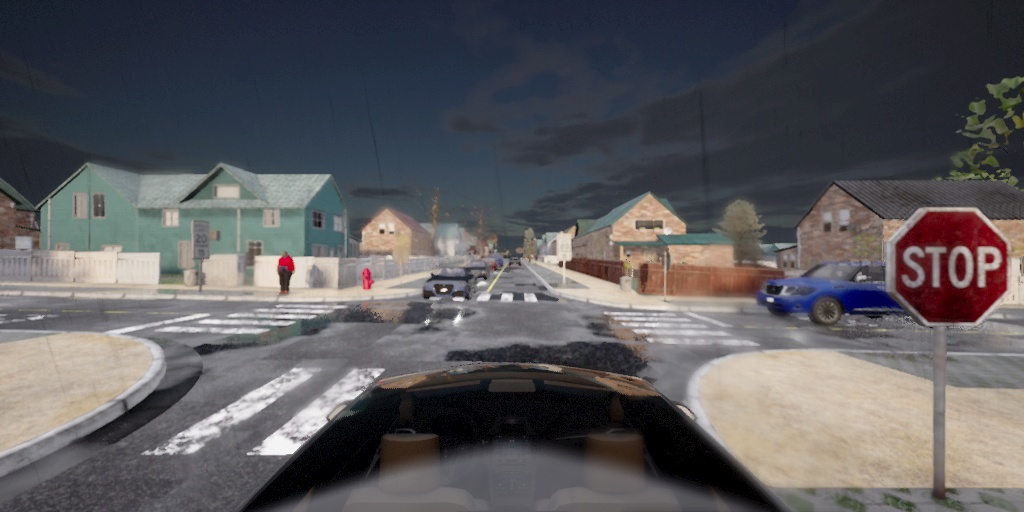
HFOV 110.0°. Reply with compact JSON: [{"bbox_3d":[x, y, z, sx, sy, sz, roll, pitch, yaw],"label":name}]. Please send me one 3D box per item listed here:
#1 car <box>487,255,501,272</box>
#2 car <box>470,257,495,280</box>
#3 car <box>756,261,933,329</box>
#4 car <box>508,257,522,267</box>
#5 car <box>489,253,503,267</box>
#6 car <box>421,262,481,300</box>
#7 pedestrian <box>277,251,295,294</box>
[{"bbox_3d":[-2.586,0.893,40.214,1.882,1.535,5.008,0,0,0],"label":"car"},{"bbox_3d":[-2.669,1.059,27.808,2.033,1.411,5.357,0,1,0],"label":"car"},{"bbox_3d":[11.433,1.178,12.012,5.566,2.045,2.150,1,0,0],"label":"car"},{"bbox_3d":[0.449,0.824,54.184,1.837,1.490,4.892,0,0,0],"label":"car"},{"bbox_3d":[-2.459,0.552,52.637,2.150,2.045,5.566,0,0,1],"label":"car"},{"bbox_3d":[-2.740,1.174,16.463,1.994,1.385,4.181,1,0,0],"label":"car"},{"bbox_3d":[-9.532,0.643,15.059,0.375,1.860,0.375,0,-2,0],"label":"pedestrian"}]
